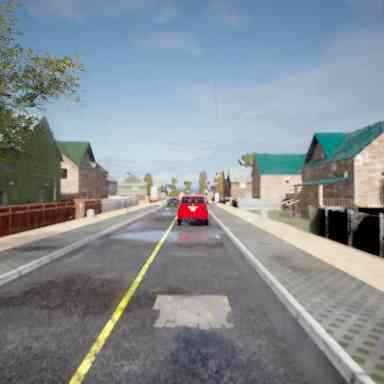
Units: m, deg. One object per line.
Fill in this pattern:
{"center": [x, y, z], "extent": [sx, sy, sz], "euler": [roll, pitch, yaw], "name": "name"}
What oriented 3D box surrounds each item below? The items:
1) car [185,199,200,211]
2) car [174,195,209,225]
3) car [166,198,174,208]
{"center": [0.071, 1.591, 41.627], "extent": [1.812, 1.442, 4.674], "euler": [0, 0, 0], "name": "car"}
{"center": [0.072, 1.231, 24.358], "extent": [2.150, 2.045, 5.566], "euler": [0, 0, 0], "name": "car"}
{"center": [-2.790, 1.616, 50.276], "extent": [1.837, 1.490, 4.892], "euler": [0, -1, 1], "name": "car"}
